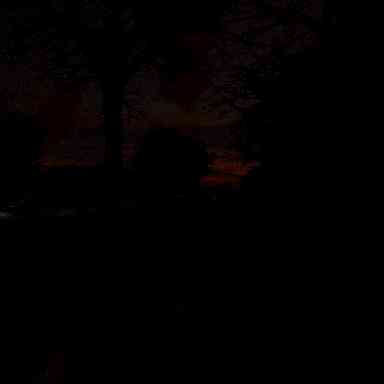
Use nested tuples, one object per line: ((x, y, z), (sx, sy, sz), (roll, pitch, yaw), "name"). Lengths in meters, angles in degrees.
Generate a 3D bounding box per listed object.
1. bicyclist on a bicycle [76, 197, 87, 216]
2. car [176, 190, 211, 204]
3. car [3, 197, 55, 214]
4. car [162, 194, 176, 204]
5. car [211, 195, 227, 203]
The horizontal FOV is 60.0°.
((-9.699, 1.259, 29.176), (1.656, 1.620, 0.582), (0, 0, 36), "bicyclist on a bicycle")
((0.317, 0.797, 51.536), (2.150, 2.045, 5.566), (1, 1, 28), "car")
((-15.592, 1.228, 32.015), (1.812, 1.442, 4.674), (2, 2, 36), "car")
((-2.549, 1.051, 52.771), (2.033, 1.411, 5.357), (1, 1, 28), "car")
((4.896, 1.195, 60.910), (2.033, 1.411, 5.357), (1, 0, 23), "car")
